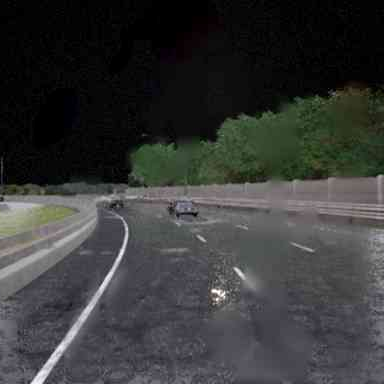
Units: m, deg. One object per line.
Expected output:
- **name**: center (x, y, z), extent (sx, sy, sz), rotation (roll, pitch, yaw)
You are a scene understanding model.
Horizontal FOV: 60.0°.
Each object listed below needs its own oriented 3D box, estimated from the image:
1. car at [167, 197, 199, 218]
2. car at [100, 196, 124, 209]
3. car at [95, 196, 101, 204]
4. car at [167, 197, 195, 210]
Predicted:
- **car**: center (-0.887, 1.468, 29.487), extent (2.033, 1.411, 5.357), rotation (0, 0, -15)
- **car**: center (-10.440, 1.436, 44.304), extent (1.837, 1.490, 4.892), rotation (0, 0, -26)
- **car**: center (-16.274, 1.443, 60.888), extent (1.812, 1.442, 4.674), rotation (0, 0, -36)
- **car**: center (-1.484, 1.367, 41.471), extent (1.882, 1.535, 5.008), rotation (0, 0, -23)
